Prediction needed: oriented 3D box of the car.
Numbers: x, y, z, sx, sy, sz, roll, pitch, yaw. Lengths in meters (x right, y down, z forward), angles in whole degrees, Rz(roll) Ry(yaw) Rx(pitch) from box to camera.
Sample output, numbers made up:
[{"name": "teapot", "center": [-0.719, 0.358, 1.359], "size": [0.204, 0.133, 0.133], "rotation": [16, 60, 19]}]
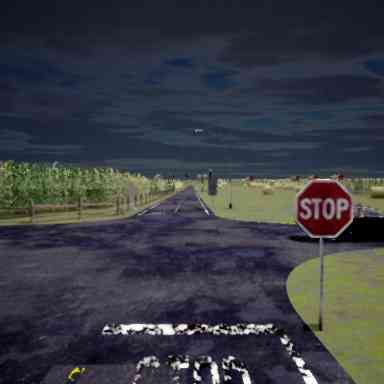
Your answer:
[{"name": "car", "center": [7.164, 1.282, 14.429], "size": [4.902, 1.511, 2.128], "rotation": [0, 1, -1]}]
